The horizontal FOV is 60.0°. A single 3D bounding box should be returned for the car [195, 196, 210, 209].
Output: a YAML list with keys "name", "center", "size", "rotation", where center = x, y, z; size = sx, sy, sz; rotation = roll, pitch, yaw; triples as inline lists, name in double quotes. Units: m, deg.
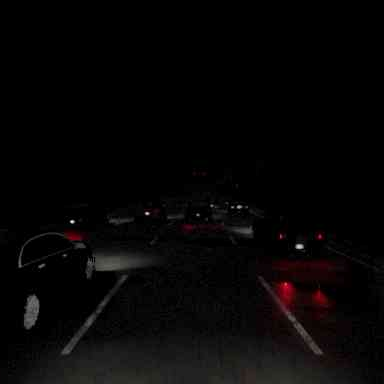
- name: "car"
  center: [1.408, 1.297, 41.932]
  size: [1.812, 1.442, 4.674]
  rotation: [0, 0, 3]

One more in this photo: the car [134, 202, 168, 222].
- name: "car"
  center: [-2.968, 1.429, 24.714]
  size: [1.994, 1.385, 4.181]
  rotation: [0, 0, 2]

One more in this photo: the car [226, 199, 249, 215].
- name: "car"
  center: [4.366, 1.373, 31.946]
  size: [2.033, 1.411, 5.357]
  rotation: [0, 0, 3]

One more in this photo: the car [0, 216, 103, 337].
- name: "car"
  center: [-3.393, 1.469, 6.544]
  size: [1.837, 1.490, 4.892]
  rotation: [0, 0, 0]

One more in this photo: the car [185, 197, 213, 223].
- name: "car"
  center: [0.523, 1.344, 24.486]
  size: [1.882, 1.535, 5.008]
  rotation: [0, 1, 2]

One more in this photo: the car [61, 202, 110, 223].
- name: "car"
  center: [-6.615, 1.390, 21.019]
  size: [1.837, 1.490, 4.892]
  rotation: [0, 0, 2]

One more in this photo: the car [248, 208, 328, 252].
- name: "car"
  center: [3.674, 1.527, 13.441]
  size: [1.895, 1.301, 4.718]
  rotation: [0, 0, 1]
